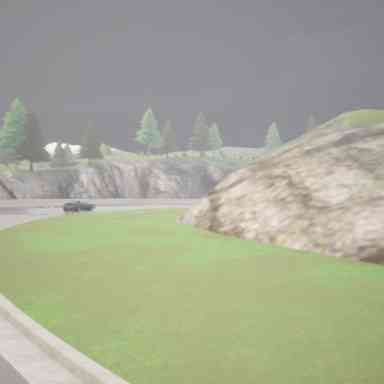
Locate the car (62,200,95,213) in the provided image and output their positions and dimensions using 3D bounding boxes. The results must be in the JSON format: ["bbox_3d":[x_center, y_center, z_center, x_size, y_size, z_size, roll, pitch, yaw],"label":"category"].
[{"bbox_3d":[-13.866,1.769,41.009,2.128,1.511,4.902,0,-1,14],"label":"car"}]
